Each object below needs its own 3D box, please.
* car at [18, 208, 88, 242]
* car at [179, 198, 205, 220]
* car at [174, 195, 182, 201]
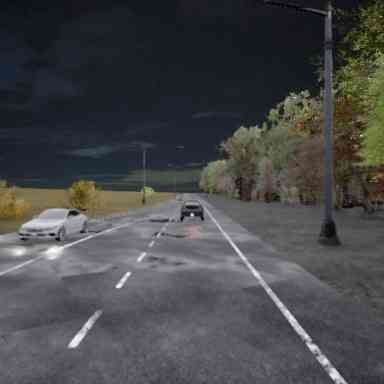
[{"bbox_3d":[-6.661,1.528,16.589,1.812,1.442,4.674,0,0,3],"label":"car"},{"bbox_3d":[0.016,1.507,28.377,1.837,1.490,4.892,0,0,0],"label":"car"},{"bbox_3d":[-3.460,1.486,82.103,2.128,1.511,4.902,0,0,0],"label":"car"}]
